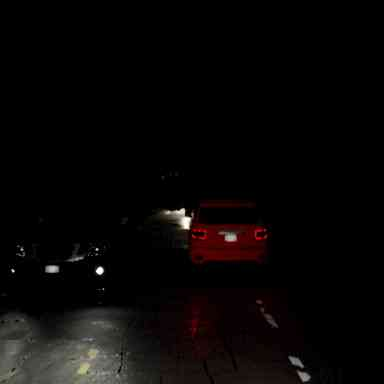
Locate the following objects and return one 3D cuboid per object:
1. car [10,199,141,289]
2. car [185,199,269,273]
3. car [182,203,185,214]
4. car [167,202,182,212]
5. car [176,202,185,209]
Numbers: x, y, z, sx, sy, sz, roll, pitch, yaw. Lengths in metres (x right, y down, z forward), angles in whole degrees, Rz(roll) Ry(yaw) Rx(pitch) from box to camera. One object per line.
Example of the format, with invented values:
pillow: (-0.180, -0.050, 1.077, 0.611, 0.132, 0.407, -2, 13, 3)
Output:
car: (-2.853, 1.232, 9.552, 2.150, 2.045, 5.566, 0, 0, 0)
car: (0.960, 1.242, 10.889, 2.150, 2.045, 5.566, 0, 0, 0)
car: (0.058, 2.018, 40.794, 1.812, 1.442, 4.674, 0, -1, -2)
car: (-2.851, 2.269, 52.076, 1.882, 1.535, 5.008, 0, -2, 0)
car: (-2.770, 3.318, 80.536, 1.882, 1.535, 5.008, 0, -3, 0)
